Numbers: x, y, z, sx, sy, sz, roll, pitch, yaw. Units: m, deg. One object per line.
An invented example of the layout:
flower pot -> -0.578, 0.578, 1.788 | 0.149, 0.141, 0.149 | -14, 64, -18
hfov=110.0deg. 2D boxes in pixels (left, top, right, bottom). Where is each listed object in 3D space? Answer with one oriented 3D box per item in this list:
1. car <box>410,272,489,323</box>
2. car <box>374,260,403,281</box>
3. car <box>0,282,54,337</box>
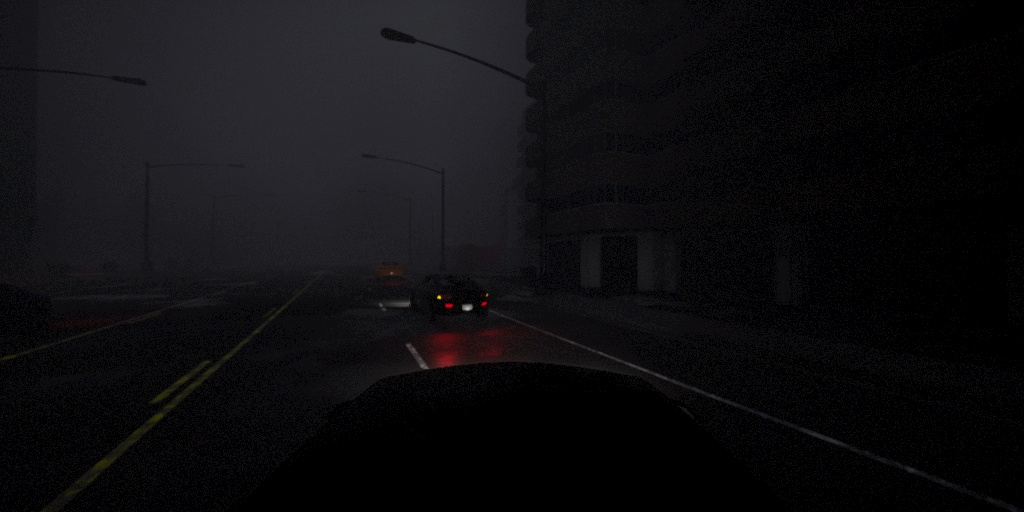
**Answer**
car -> -2.241, 1.275, 12.267 | 1.812, 1.442, 4.674 | 0, 0, -25
car -> -9.982, 1.097, 28.866 | 1.882, 1.535, 5.008 | 0, 0, -25
car -> -11.619, 1.217, 7.058 | 1.812, 1.442, 4.674 | 0, 0, -25
